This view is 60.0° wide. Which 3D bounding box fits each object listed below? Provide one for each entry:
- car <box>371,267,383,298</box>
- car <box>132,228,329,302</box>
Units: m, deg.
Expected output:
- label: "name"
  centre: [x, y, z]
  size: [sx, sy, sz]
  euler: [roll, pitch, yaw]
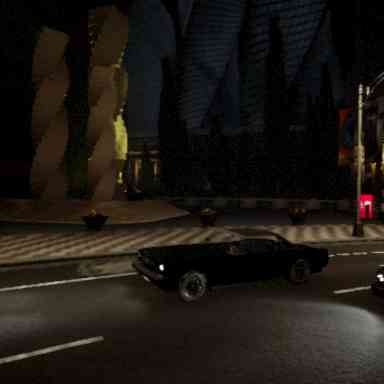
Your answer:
- label: "car"
  centre: [6.320, 1.623, 6.829]
  size: [5.357, 1.411, 2.033]
  euler: [1, 0, -22]
- label: "car"
  centre: [1.003, 1.596, 8.188]
  size: [4.718, 1.301, 1.895]
  euler: [1, 0, -26]
